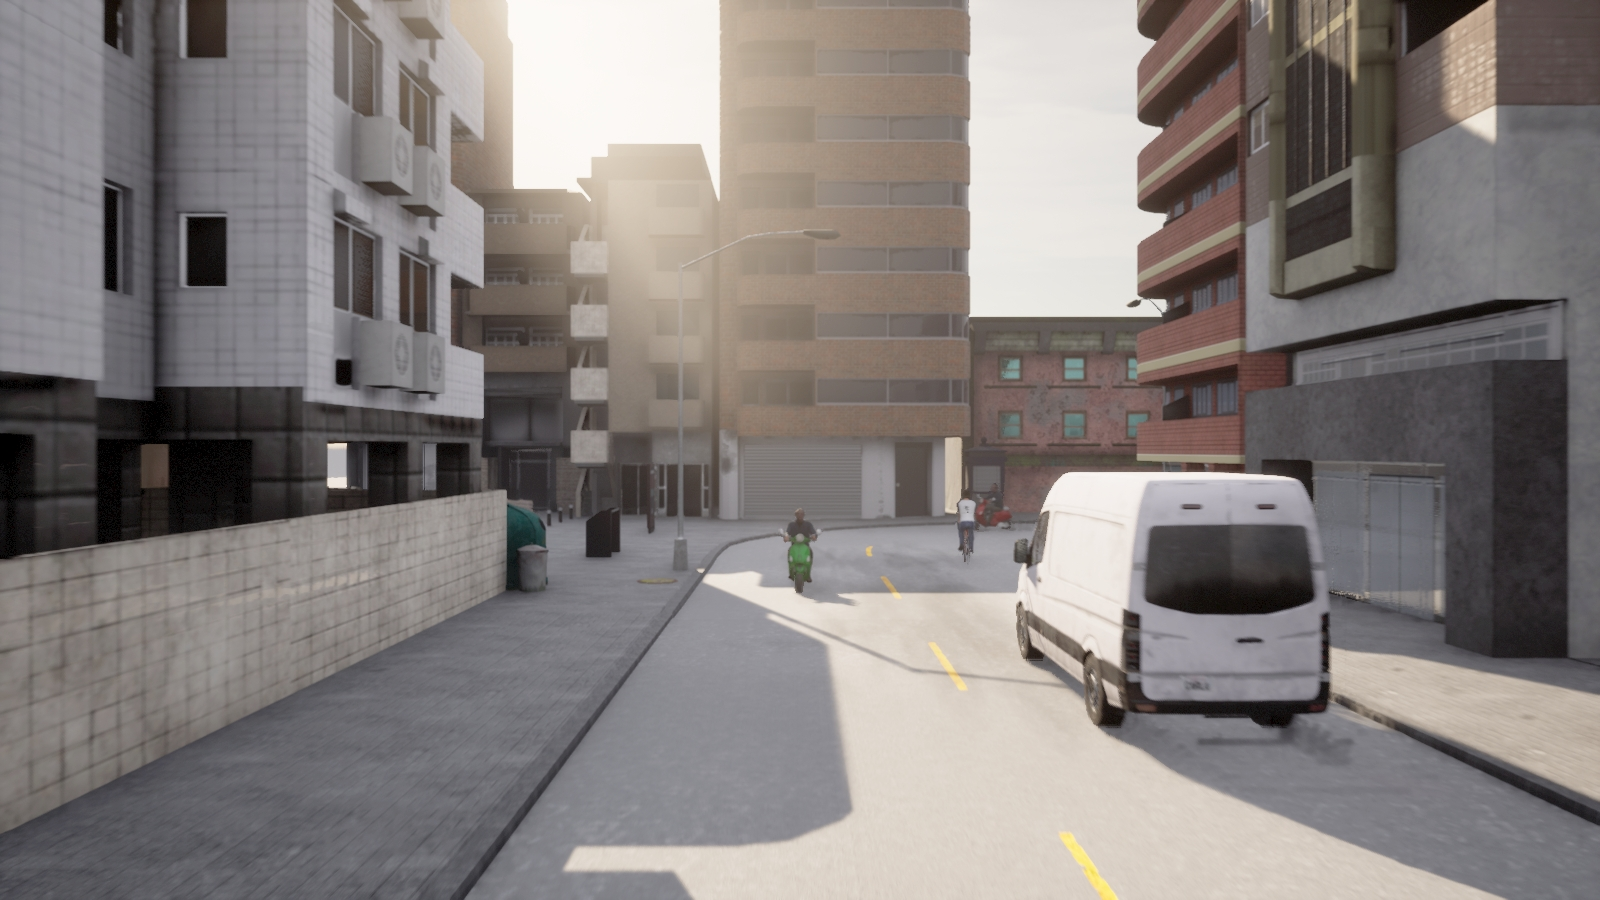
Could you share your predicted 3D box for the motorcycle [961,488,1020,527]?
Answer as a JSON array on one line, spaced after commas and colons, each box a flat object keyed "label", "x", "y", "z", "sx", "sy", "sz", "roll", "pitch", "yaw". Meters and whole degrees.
[{"label": "motorcycle", "x": 6.578, "y": 1.963, "z": 39.404, "sx": 1.805, "sy": 1.236, "sz": 0.856, "roll": 0, "pitch": 3, "yaw": -26}]

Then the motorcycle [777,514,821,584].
[{"label": "motorcycle", "x": -0.016, "y": 1.961, "z": 22.938, "sx": 0.856, "sy": 1.236, "sz": 1.805, "roll": 0, "pitch": 0, "yaw": 0}]

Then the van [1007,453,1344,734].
[{"label": "van", "x": 3.960, "y": 1.313, "z": 13.373, "sx": 1.988, "sy": 2.561, "sz": 5.915, "roll": 0, "pitch": 0, "yaw": 0}]

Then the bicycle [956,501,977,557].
[{"label": "bicycle", "x": 4.119, "y": 1.935, "z": 28.325, "sx": 0.373, "sy": 1.296, "sz": 1.643, "roll": 0, "pitch": 0, "yaw": 4}]
